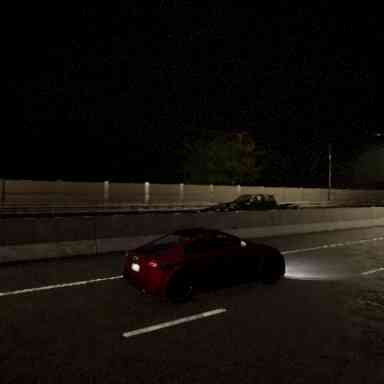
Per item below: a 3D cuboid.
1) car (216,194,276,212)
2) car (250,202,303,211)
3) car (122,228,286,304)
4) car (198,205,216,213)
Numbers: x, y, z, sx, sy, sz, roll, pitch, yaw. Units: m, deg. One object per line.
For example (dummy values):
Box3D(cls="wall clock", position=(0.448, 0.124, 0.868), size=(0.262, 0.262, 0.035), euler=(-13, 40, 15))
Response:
Box3D(cls="car", position=(5.110, 1.159, 29.016), size=(5.566, 2.045, 2.150), euler=(1, 0, -36))
Box3D(cls="car", position=(7.158, 1.756, 26.178), size=(4.892, 1.490, 1.837), euler=(1, 0, -36))
Box3D(cls="car", position=(0.413, 1.615, 8.342), size=(4.181, 1.385, 1.994), euler=(1, 0, -36))
Box3D(cls="car", position=(3.094, 1.784, 31.877), size=(5.357, 1.411, 2.033), euler=(1, 0, -36))
